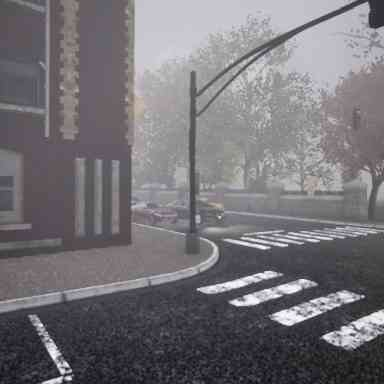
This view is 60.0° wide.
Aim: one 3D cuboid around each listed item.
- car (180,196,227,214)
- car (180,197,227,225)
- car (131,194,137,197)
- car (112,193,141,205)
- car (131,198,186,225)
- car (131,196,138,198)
[{"bbox_3d":[0.950,1.154,30.535,1.752,1.417,4.829,2,0,-36],"label":"car"},{"bbox_3d":[0.158,1.224,21.671,1.837,1.490,4.892,0,1,-39],"label":"car"},{"bbox_3d":[-5.689,1.045,29.822,1.837,1.490,4.892,0,1,-36],"label":"car"},{"bbox_3d":[-8.671,0.888,43.867,2.008,1.369,4.403,2,0,-36],"label":"car"},{"bbox_3d":[-2.510,1.270,21.008,1.802,1.307,4.206,2,0,-36],"label":"car"},{"bbox_3d":[-5.750,1.171,25.497,1.802,1.307,4.206,2,0,-36],"label":"car"}]
